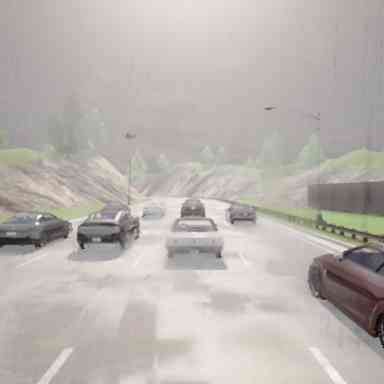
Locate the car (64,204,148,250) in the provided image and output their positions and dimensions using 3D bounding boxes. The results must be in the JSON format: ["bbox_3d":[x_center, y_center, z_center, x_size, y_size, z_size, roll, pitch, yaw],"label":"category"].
[{"bbox_3d":[-3.412,1.500,14.338,2.128,1.511,4.902,0,0,0],"label":"car"}]

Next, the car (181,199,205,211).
[{"bbox_3d":[0.090,1.369,29.484,2.097,1.767,4.553,0,0,0],"label":"car"}]

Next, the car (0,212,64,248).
[{"bbox_3d":[-6.912,1.572,14.775,1.994,1.385,4.181,0,0,0],"label":"car"}]

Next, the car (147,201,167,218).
[{"bbox_3d":[-3.417,1.543,30.761,1.812,1.442,4.674,0,0,0],"label":"car"}]

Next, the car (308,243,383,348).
[{"bbox_3d":[3.578,1.569,5.783,1.994,1.385,4.181,0,0,0],"label":"car"}]

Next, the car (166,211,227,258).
[{"bbox_3d":[0.089,1.608,12.823,1.895,1.301,4.718,0,0,0],"label":"car"}]

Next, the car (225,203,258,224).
[{"bbox_3d":[3.583,1.562,24.865,2.033,1.411,5.357,0,0,0],"label":"car"}]

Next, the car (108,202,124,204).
[{"bbox_3d":[-6.906,1.581,30.369,1.994,1.385,4.181,0,0,0],"label":"car"}]
